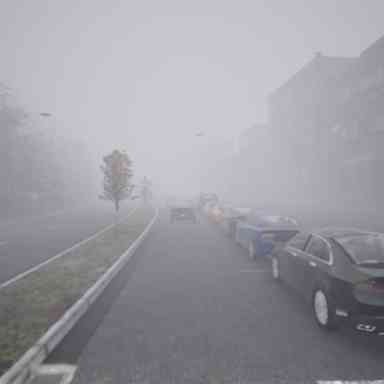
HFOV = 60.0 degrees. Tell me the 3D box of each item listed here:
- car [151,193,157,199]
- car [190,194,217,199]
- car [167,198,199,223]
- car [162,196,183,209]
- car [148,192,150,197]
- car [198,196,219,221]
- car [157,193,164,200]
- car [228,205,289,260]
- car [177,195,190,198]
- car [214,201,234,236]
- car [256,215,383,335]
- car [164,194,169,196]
[{"bbox_3d":[-8.995,1.076,89.098,2.231,1.521,4.892,0,0,-15],"label":"car"},{"bbox_3d":[1.484,1.182,34.647,2.435,2.045,5.566,0,0,-5],"label":"car"},{"bbox_3d":[-0.770,1.454,25.225,1.882,1.535,5.008,0,0,-4],"label":"car"},{"bbox_3d":[-2.468,1.507,42.864,1.895,1.301,4.718,0,0,-7],"label":"car"},{"bbox_3d":[-10.402,1.065,94.468,2.002,1.452,4.674,0,0,-15],"label":"car"},{"bbox_3d":[1.966,1.448,29.259,1.946,1.575,5.366,0,0,-4],"label":"car"},{"bbox_3d":[-6.210,1.167,78.464,2.097,1.535,5.008,0,0,-14],"label":"car"},{"bbox_3d":[2.850,1.476,12.397,2.097,1.535,5.008,0,0,-2],"label":"car"},{"bbox_3d":[-0.626,1.345,51.387,1.946,1.575,5.366,0,0,-8],"label":"car"},{"bbox_3d":[2.654,1.472,17.962,2.097,1.535,5.008,0,0,-2],"label":"car"},{"bbox_3d":[2.991,1.480,6.837,2.231,1.521,4.892,0,0,-1],"label":"car"},{"bbox_3d":[-3.961,1.266,69.134,2.163,1.488,4.792,0,0,-12],"label":"car"}]
